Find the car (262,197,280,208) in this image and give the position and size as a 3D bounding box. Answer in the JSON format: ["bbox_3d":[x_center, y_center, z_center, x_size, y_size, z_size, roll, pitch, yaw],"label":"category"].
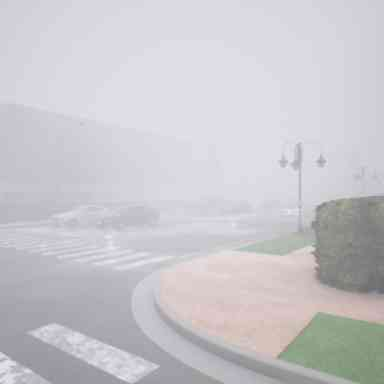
[{"bbox_3d":[12.299,1.613,51.500,1.882,1.535,5.008,0,0,26],"label":"car"}]

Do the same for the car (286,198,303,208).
[{"bbox_3d":[15.443,1.602,49.962,2.128,1.511,4.902,0,0,26],"label":"car"}]

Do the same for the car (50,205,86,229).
[{"bbox_3d":[-7.429,1.639,23.156,1.812,1.442,4.674,0,0,37],"label":"car"}]

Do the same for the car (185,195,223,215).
[{"bbox_3d":[1.527,1.333,35.626,2.150,2.045,5.566,0,0,35],"label":"car"}]

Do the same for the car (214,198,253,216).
[{"bbox_3d":[4.548,1.599,33.859,1.837,1.490,4.892,0,0,35],"label":"car"}]

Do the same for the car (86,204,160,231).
[{"bbox_3d":[-4.128,1.599,21.641,1.837,1.490,4.892,-1,0,35],"label":"car"}]
